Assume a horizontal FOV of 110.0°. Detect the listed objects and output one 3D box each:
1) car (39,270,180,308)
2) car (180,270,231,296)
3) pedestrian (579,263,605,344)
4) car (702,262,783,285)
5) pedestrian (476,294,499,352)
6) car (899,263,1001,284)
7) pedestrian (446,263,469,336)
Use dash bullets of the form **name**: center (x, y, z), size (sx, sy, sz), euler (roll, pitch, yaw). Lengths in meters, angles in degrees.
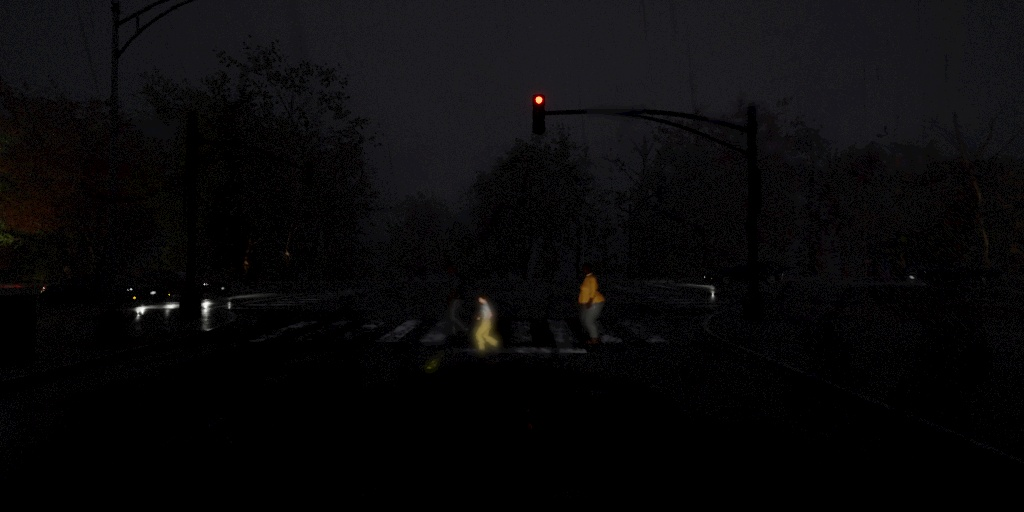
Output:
- **car**: center (-17.347, 1.415, 15.413), size (4.181, 1.385, 1.994), euler (-1, -1, 2)
- **car**: center (-17.374, 1.422, 18.671), size (4.674, 1.442, 1.812), euler (-1, -1, 1)
- **pedestrian**: center (1.797, 1.045, 8.092), size (0.375, 1.860, 0.375), euler (1, -1, 1)
- **car**: center (15.494, 1.156, 24.257), size (4.892, 1.490, 1.837), euler (-1, -1, 2)
- **pedestrian**: center (-0.495, 1.325, 7.512), size (0.375, 1.300, 0.375), euler (1, -1, 1)
- **car**: center (28.874, 1.115, 23.803), size (4.718, 1.301, 1.895), euler (-1, -1, 2)
- **pedestrian**: center (-1.330, 1.030, 8.726), size (0.375, 1.860, 0.375), euler (1, -1, 1)
